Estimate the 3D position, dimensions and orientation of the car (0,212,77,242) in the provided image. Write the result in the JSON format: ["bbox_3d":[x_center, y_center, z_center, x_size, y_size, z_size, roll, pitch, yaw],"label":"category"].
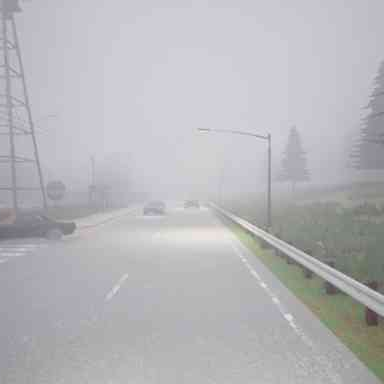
[{"bbox_3d":[-7.785,1.595,14.906,4.718,1.301,1.895,0,0,-32],"label":"car"}]

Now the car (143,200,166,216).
[{"bbox_3d":[-3.646,1.536,33.190,2.033,1.411,5.357,0,0,1],"label":"car"}]

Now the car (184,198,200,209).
[{"bbox_3d":[-0.024,1.509,46.091,1.812,1.442,4.674,0,0,0],"label":"car"}]
